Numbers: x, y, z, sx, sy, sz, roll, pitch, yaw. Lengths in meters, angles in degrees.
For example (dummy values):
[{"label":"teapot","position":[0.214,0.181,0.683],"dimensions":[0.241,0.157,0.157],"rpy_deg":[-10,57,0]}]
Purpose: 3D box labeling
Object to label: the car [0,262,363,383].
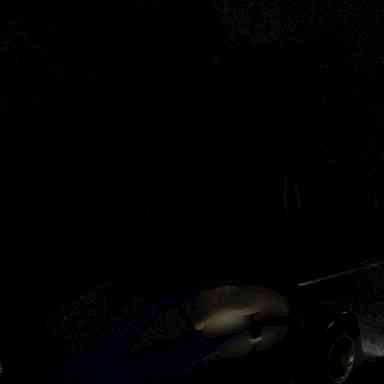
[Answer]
[{"label":"car","position":[0.097,1.547,3.814],"dimensions":[4.181,1.385,1.994],"rpy_deg":[-1,0,-36]}]
